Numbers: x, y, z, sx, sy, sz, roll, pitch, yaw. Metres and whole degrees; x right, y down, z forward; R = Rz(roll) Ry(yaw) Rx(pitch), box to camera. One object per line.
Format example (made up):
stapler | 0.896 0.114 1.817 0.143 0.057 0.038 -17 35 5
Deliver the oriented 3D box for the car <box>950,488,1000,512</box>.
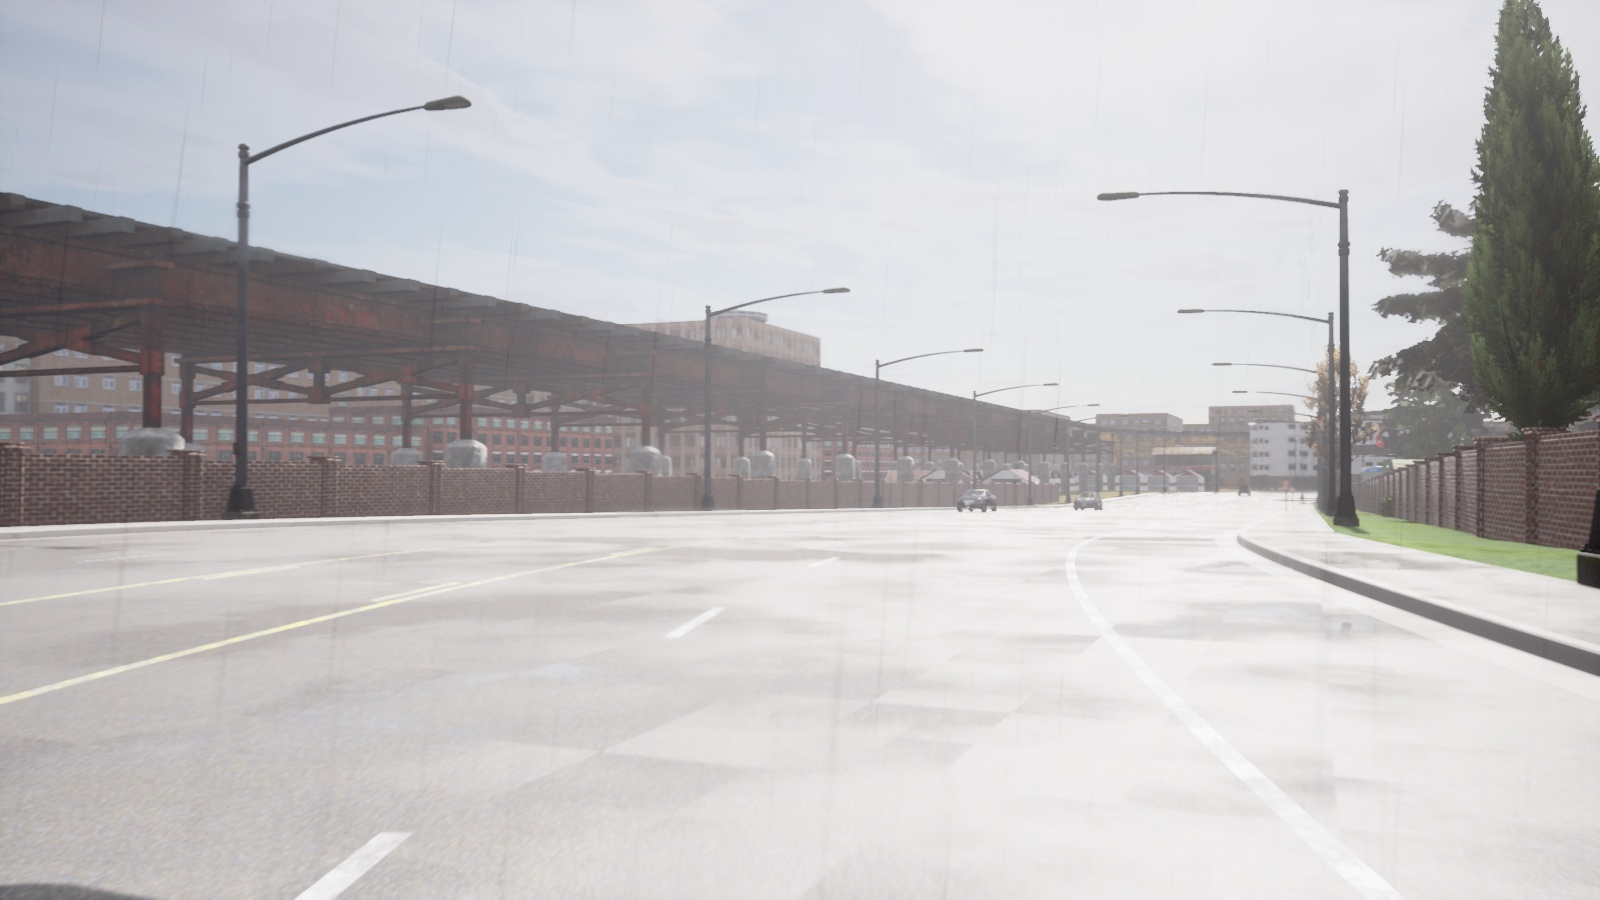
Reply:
car | 11.627 3.328 83.044 2.128 1.511 4.902 0 -2 22
